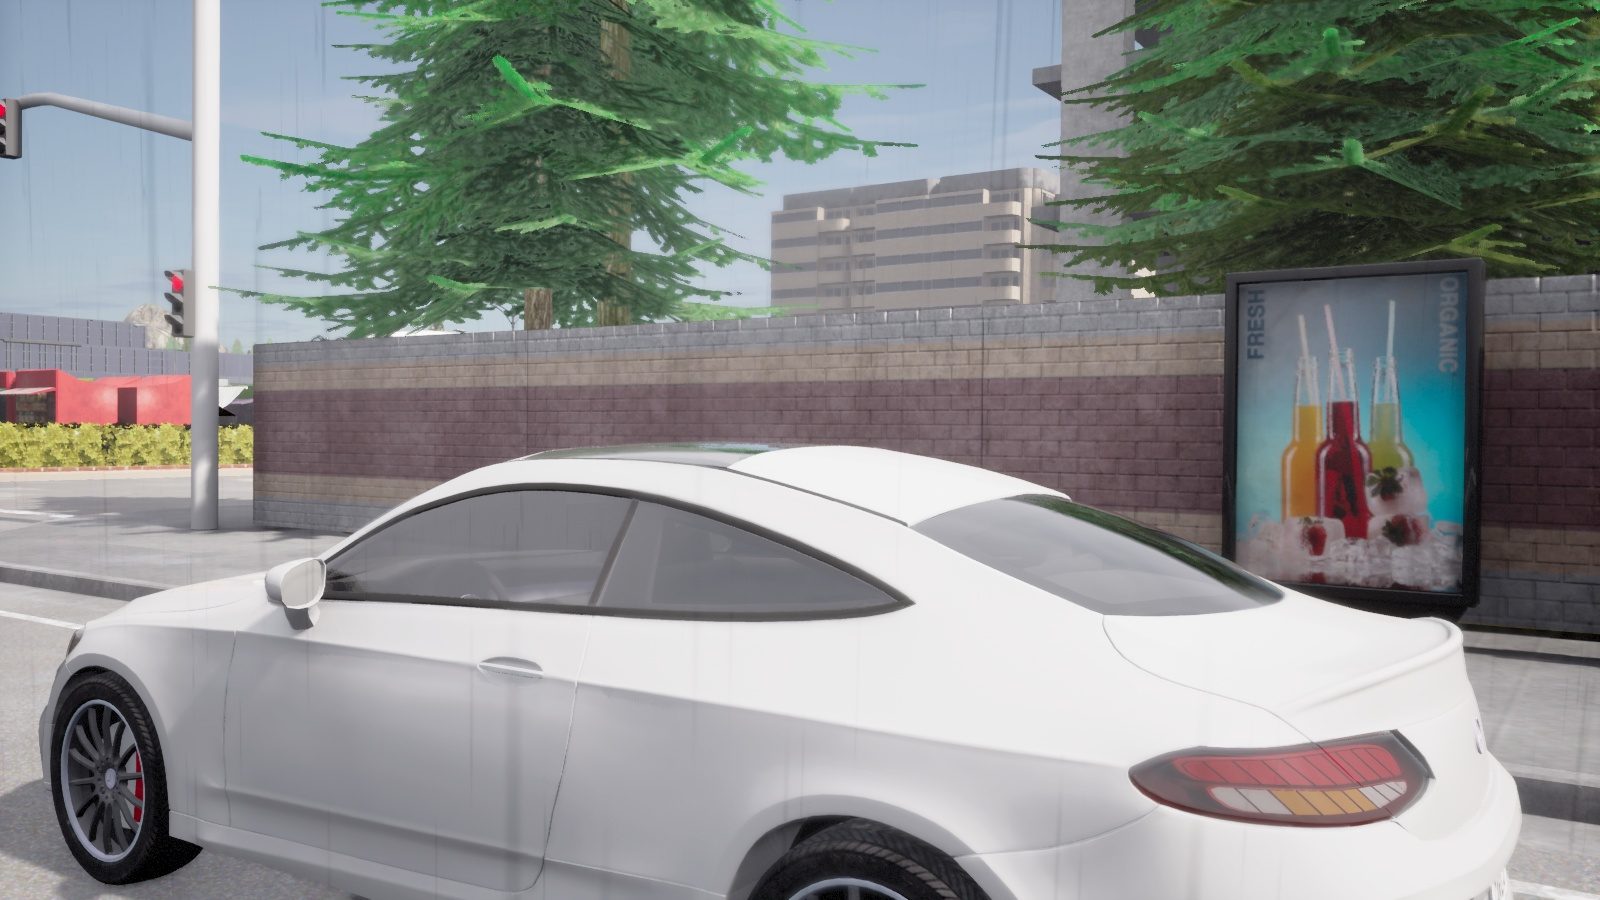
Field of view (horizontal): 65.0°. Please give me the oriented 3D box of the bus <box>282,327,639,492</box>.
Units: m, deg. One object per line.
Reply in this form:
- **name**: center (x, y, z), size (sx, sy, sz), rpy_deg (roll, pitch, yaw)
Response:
- **bus**: center (-9.717, -1.127, 37.691), size (3.944, 4.253, 10.273), rpy_deg (0, 1, 33)

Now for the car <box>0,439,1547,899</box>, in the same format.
- **car**: center (-0.437, 0.708, 3.913), size (4.674, 1.442, 1.812), rpy_deg (0, 1, 33)
